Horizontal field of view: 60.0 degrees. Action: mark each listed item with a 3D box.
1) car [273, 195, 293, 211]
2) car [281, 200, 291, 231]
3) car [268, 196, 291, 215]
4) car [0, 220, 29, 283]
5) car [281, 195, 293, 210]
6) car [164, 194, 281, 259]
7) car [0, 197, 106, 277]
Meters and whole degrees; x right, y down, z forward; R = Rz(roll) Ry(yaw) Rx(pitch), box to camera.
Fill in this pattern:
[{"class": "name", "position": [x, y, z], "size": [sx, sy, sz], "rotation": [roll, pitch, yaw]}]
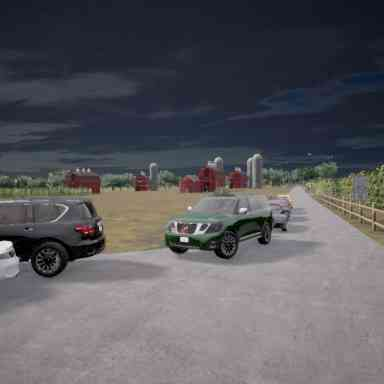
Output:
[{"class": "car", "position": [10.003, 1.104, 36.475], "size": [1.882, 1.535, 5.008], "rotation": [0, 1, 18]}, {"class": "car", "position": [4.415, 1.377, 18.993], "size": [1.994, 1.385, 4.181], "rotation": [0, 0, 17]}, {"class": "car", "position": [8.189, 1.193, 30.772], "size": [1.837, 1.490, 4.892], "rotation": [0, 0, 18]}, {"class": "car", "position": [-6.104, 1.612, 6.678], "size": [4.674, 1.442, 1.812], "rotation": [-2, 2, -38]}, {"class": "car", "position": [6.266, 1.231, 24.727], "size": [1.882, 1.535, 5.008], "rotation": [0, 0, 18]}, {"class": "car", "position": [1.298, 1.106, 12.668], "size": [2.150, 2.045, 5.566], "rotation": [0, 0, 34]}, {"class": "car", "position": [-5.365, 1.225, 9.595], "size": [5.566, 2.045, 2.150], "rotation": [-1, 1, -4]}]
